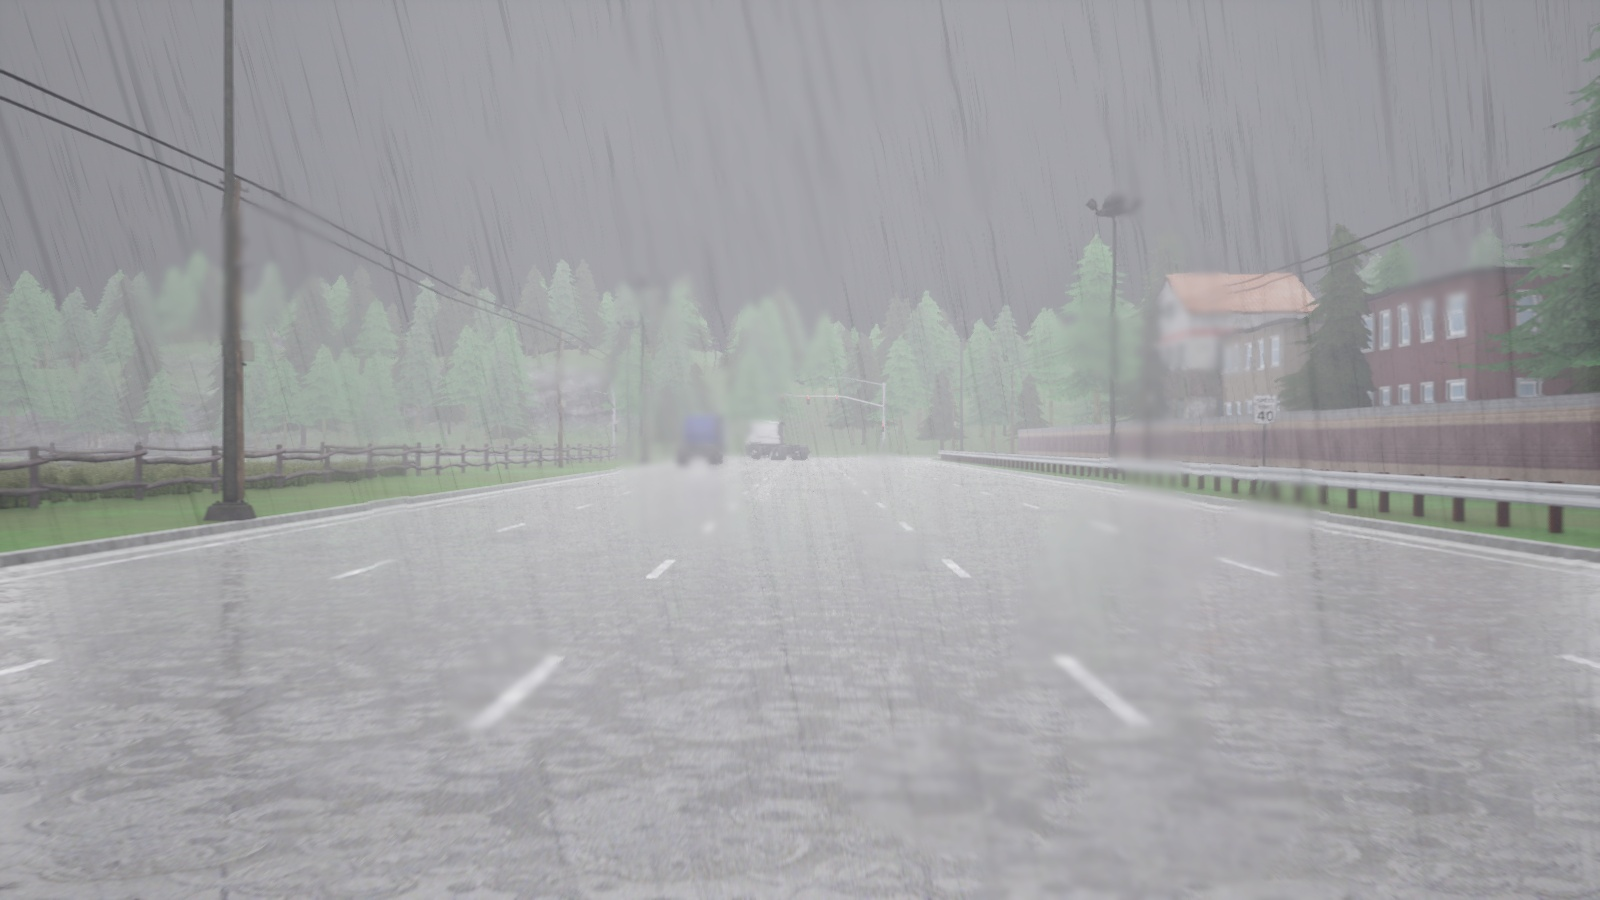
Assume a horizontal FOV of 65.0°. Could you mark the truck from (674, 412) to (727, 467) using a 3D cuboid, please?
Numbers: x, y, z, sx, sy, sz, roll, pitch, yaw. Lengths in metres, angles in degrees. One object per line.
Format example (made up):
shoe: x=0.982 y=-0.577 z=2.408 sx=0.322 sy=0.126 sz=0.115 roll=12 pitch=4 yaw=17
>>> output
truck: x=-6.514 y=-0.708 z=83.221 sx=2.891 sy=3.462 sz=7.936 roll=0 pitch=0 yaw=0
